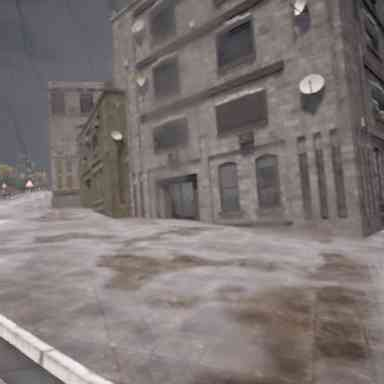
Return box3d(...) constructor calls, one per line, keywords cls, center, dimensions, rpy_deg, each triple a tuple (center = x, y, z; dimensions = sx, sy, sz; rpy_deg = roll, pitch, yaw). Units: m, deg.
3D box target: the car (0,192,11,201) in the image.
box3d(cls="car", center=(-33.760, 0.708, 59.118), dimensions=(2.128, 1.511, 4.902), rpy_deg=(-3, 3, -15))
